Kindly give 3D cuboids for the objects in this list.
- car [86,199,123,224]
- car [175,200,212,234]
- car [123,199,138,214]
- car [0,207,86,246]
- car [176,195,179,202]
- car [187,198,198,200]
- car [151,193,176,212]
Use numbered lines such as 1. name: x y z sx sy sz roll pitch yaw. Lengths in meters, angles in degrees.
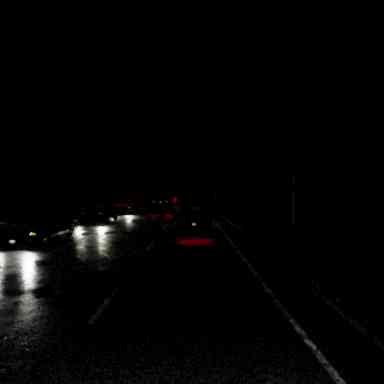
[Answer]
1. car: -6.998 1.493 25.494 1.882 1.535 5.008 0 0 0
2. car: 0.101 1.490 19.492 1.882 1.535 5.008 0 0 0
3. car: -6.998 1.499 35.520 1.882 1.535 5.008 0 0 0
4. car: -7.030 1.557 15.686 2.033 1.411 5.357 0 0 0
5. car: -3.390 1.255 54.295 2.150 2.045 5.566 0 0 -1
6. car: 0.102 1.517 41.884 2.128 1.511 4.902 0 0 0
7. car: -3.399 1.238 38.438 2.150 2.045 5.566 0 -1 0
